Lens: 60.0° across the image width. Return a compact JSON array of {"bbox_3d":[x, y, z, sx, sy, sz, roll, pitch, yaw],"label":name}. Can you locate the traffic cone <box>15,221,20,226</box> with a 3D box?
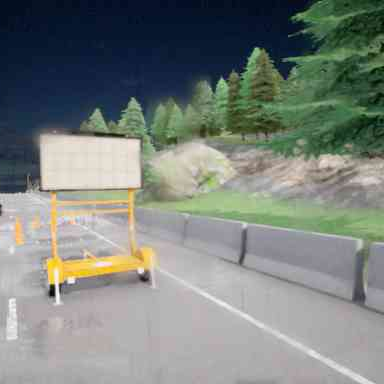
[{"bbox_3d":[-8.018,1.782,15.380,0.340,0.580,0.340,-1,1,-28],"label":"traffic cone"}]

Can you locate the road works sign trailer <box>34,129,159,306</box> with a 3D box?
[{"bbox_3d":[-2.414,0.358,8.099,2.380,3.560,2.880,-1,1,-29],"label":"road works sign trailer"}]

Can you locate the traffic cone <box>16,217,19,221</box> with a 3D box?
[{"bbox_3d":[-8.969,1.756,17.139,0.340,0.580,0.340,-1,1,-28],"label":"traffic cone"}]

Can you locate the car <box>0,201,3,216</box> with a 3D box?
[{"bbox_3d":[-16.423,1.207,26.877,1.994,1.385,4.181,-1,2,-28],"label":"car"}]

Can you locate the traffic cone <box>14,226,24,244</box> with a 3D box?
[{"bbox_3d":[-7.066,1.808,13.621,0.340,0.580,0.340,-1,1,-28],"label":"traffic cone"}]
